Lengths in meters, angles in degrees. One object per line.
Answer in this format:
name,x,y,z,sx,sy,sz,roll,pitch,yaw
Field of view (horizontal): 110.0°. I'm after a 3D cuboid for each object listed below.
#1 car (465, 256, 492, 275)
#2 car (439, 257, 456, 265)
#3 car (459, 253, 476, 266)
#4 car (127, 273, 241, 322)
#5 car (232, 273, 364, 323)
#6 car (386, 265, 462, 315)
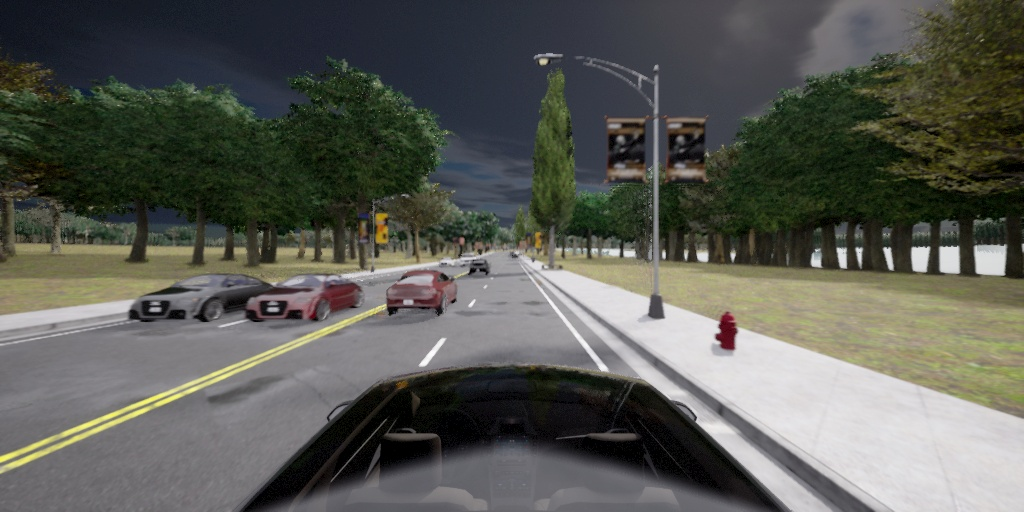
car,-3.159,1.046,35.586,1.837,1.490,4.892,0,0,0
car,-9.819,0.924,54.245,1.812,1.442,4.674,0,1,0
car,-6.568,0.618,54.185,2.150,2.045,5.566,0,1,1
car,-9.853,1.275,11.894,1.994,1.385,4.181,0,0,0
car,-6.603,1.275,11.899,1.994,1.385,4.181,0,0,0
car,-3.165,1.228,13.221,1.812,1.442,4.674,0,0,0
